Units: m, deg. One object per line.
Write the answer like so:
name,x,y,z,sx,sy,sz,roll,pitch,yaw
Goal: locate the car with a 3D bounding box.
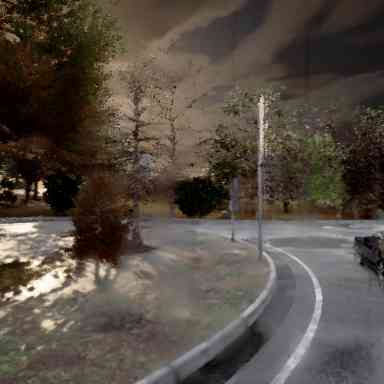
car,5.731,1.672,8.938,1.895,1.301,4.718,0,-1,16
